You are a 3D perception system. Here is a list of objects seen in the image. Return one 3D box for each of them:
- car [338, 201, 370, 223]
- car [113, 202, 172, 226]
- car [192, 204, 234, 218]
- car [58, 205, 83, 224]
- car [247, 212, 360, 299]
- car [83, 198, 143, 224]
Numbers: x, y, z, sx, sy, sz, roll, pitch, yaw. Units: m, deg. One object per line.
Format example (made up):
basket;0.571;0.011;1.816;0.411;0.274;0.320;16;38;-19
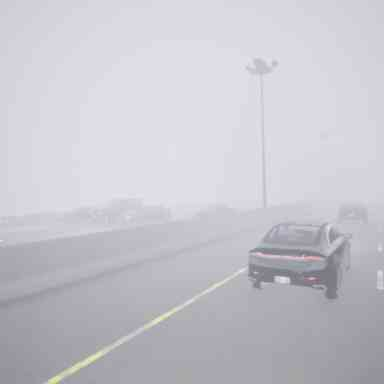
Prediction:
car;12.100;1.421;24.890;1.882;1.535;5.008;-1;-1;29
car;-3.484;1.771;26.137;2.128;1.511;4.902;-1;-1;29
car;2.026;1.732;28.795;2.033;1.411;5.357;-1;-1;29
car;-9.589;1.925;29.557;2.128;1.511;4.902;-1;-1;29
car;2.950;1.498;8.616;2.128;1.511;4.902;-1;-1;29
car;-6.216;1.576;28.433;2.150;2.045;5.566;-1;-1;29
